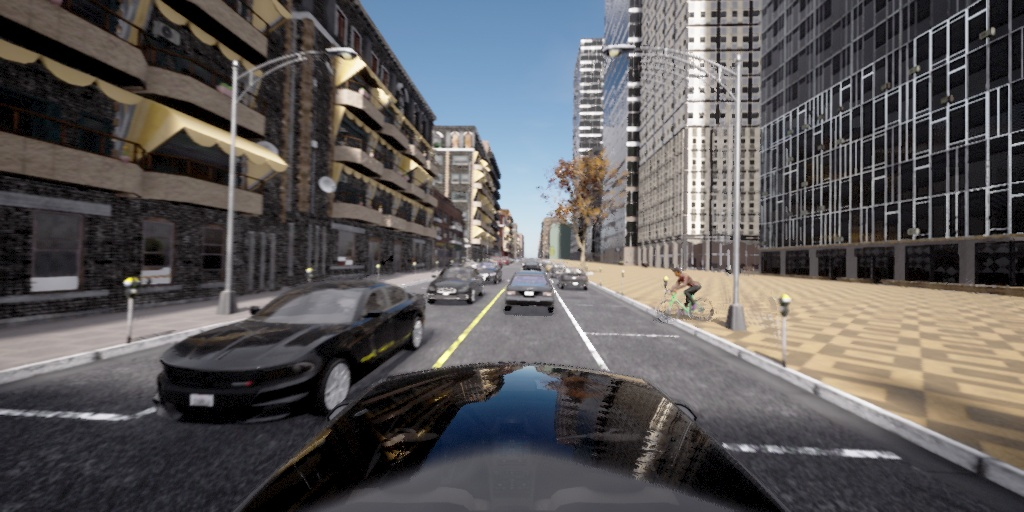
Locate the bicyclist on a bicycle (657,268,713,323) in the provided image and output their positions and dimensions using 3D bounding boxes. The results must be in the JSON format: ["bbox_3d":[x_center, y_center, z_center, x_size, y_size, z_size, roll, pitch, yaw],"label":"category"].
[{"bbox_3d":[5.126,1.169,10.682,1.656,1.620,0.582,-3,0,3],"label":"bicyclist on a bicycle"}]

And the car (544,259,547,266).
[{"bbox_3d":[5.075,1.349,45.455,1.751,1.417,4.829,0,0,3],"label":"car"}]

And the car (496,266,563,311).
[{"bbox_3d":[0.709,1.304,14.507,2.033,1.411,5.357,1,0,3],"label":"car"}]

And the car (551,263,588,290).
[{"bbox_3d":[3.799,1.362,23.042,2.007,1.370,4.403,0,0,3],"label":"car"}]

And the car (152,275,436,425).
[{"bbox_3d":[-2.953,1.168,6.074,1.882,1.535,5.008,1,0,3],"label":"car"}]

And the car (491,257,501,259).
[{"bbox_3d":[-2.993,1.185,51.153,1.751,1.417,4.829,0,0,3],"label":"car"}]

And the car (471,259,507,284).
[{"bbox_3d":[-1.792,1.189,26.214,2.128,1.511,4.902,1,0,4],"label":"car"}]

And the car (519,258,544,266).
[{"bbox_3d":[2.076,1.245,38.085,1.882,1.535,5.008,1,0,3],"label":"car"}]

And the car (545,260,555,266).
[{"bbox_3d":[4.432,1.368,34.163,2.007,1.370,4.403,0,0,3],"label":"car"}]

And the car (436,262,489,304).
[{"bbox_3d":[-2.379,1.198,16.118,1.837,1.490,4.892,1,0,3],"label":"car"}]

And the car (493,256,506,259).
[{"bbox_3d":[-2.667,0.978,56.884,2.192,1.841,5.009,0,0,3],"label":"car"}]
